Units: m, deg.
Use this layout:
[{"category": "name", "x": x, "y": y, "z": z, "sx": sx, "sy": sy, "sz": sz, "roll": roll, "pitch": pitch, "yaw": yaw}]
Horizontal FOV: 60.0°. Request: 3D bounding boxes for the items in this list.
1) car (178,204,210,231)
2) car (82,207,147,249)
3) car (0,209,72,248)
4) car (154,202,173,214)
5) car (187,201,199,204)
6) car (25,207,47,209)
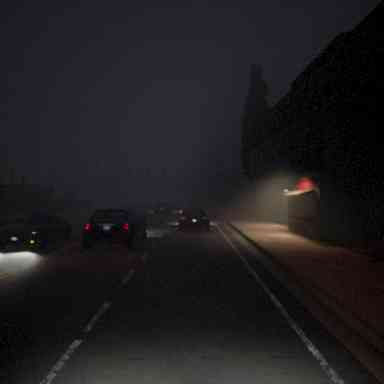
[{"category": "car", "x": 0.138, "y": 1.716, "z": 21.975, "sx": 1.994, "sy": 1.385, "sz": 4.181, "roll": 0, "pitch": -1, "yaw": 0}, {"category": "car", "x": -3.374, "y": 1.458, "z": 15.271, "sx": 2.097, "sy": 1.767, "sz": 4.553, "roll": 0, "pitch": 0, "yaw": 0}, {"category": "car", "x": -7.025, "y": 1.667, "z": 15.109, "sx": 1.994, "sy": 1.385, "sz": 4.181, "roll": 0, "pitch": 0, "yaw": 0}, {"category": "car", "x": -3.332, "y": 1.832, "z": 38.767, "sx": 1.994, "sy": 1.385, "sz": 4.181, "roll": 0, "pitch": 0, "yaw": 0}, {"category": "car", "x": 0.164, "y": 1.820, "z": 39.192, "sx": 2.033, "sy": 1.411, "sz": 5.357, "roll": 0, "pitch": 0, "yaw": 0}, {"category": "car", "x": -10.463, "y": 1.714, "z": 22.037, "sx": 1.994, "sy": 1.385, "sz": 4.181, "roll": 0, "pitch": 0, "yaw": 0}]
